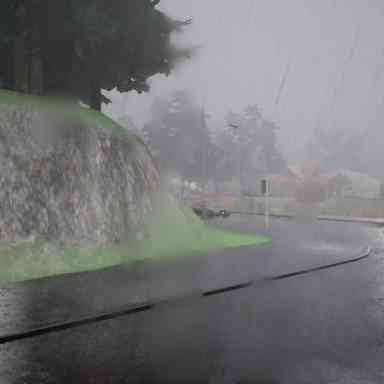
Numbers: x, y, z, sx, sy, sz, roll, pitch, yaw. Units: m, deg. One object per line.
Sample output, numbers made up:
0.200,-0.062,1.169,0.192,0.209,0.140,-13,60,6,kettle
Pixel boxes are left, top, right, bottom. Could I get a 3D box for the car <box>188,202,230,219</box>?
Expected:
1.422,1.564,29.400,1.994,1.385,4.181,0,0,-35,car
